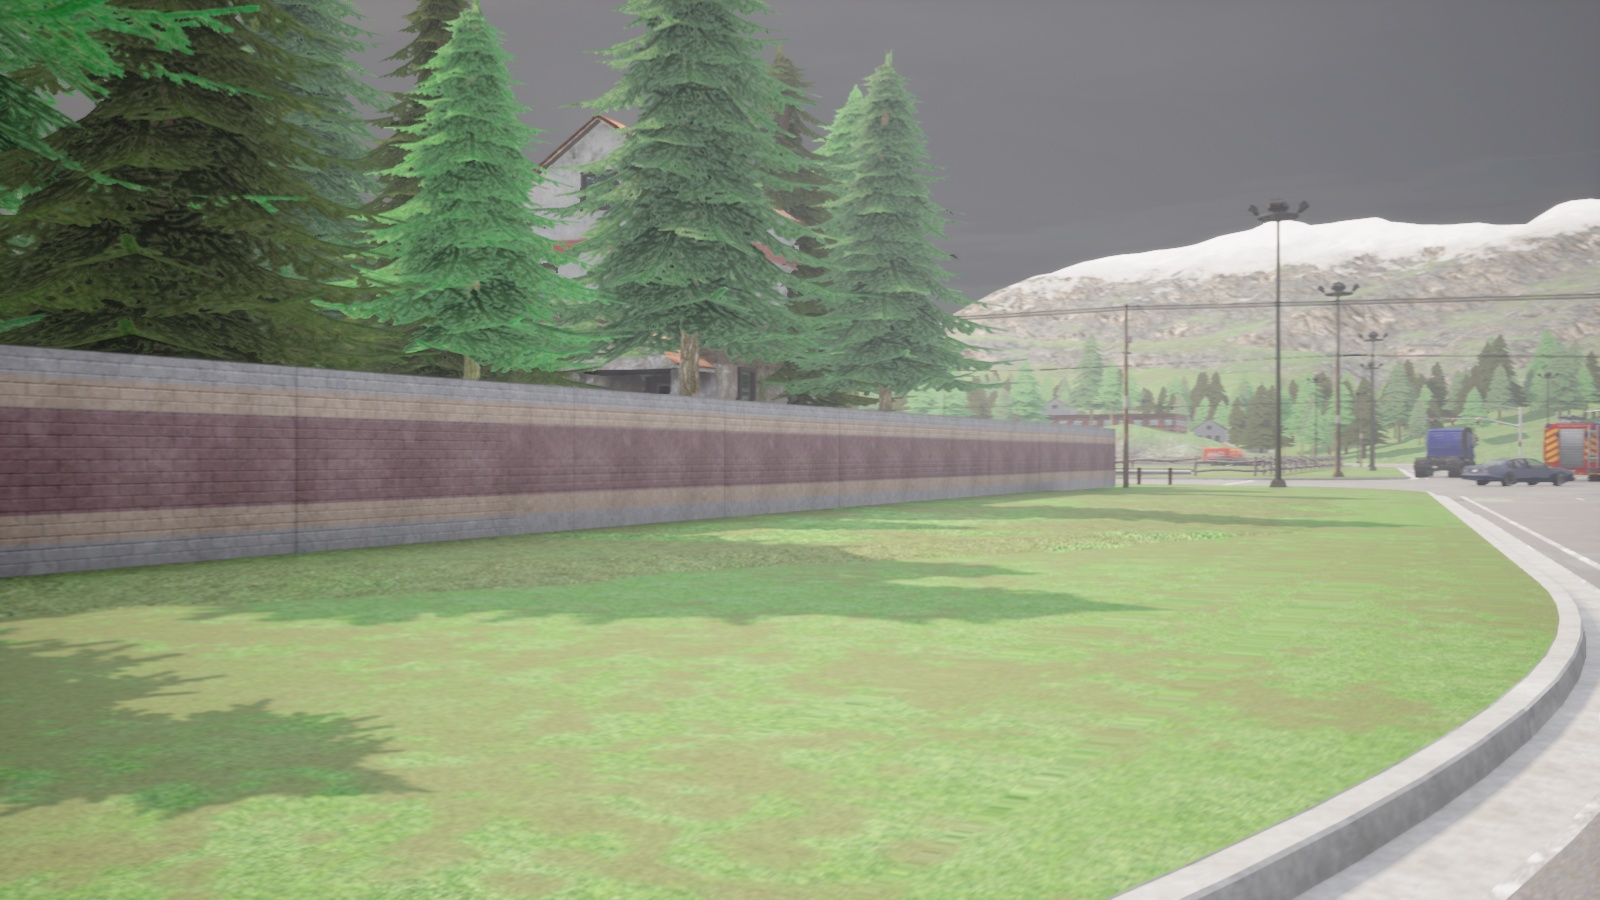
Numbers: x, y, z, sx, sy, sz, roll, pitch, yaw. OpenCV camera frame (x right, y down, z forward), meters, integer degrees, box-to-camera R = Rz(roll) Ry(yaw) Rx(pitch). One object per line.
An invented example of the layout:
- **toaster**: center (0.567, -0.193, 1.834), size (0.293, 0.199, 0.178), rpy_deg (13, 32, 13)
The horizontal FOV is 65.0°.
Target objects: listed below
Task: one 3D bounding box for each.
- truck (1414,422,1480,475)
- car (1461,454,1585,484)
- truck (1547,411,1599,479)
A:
- **truck**: center (44.205, -0.061, 85.696), size (2.891, 3.462, 7.936), rpy_deg (0, 0, 35)
- **car**: center (35.166, 0.909, 61.129), size (5.357, 1.411, 2.033), rpy_deg (0, 0, -15)
- **truck**: center (46.839, -0.288, 74.882), size (2.891, 3.827, 8.468), rpy_deg (0, 0, 38)
